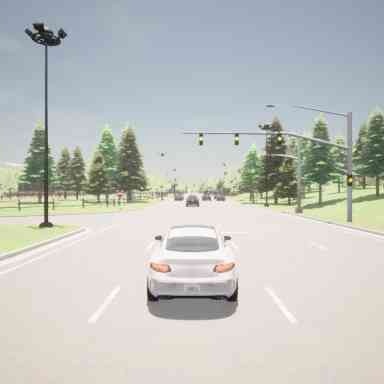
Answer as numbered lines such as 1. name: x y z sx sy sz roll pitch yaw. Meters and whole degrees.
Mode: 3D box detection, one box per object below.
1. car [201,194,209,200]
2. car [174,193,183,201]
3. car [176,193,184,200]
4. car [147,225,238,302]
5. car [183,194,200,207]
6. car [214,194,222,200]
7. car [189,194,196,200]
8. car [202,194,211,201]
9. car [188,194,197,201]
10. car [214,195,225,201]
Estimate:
1. car: 3.673 1.372 93.094 2.033 1.411 5.357 0 0 0
2. car: -3.346 1.544 83.071 1.994 1.385 4.181 0 0 0
3. car: -3.327 1.187 93.077 2.097 1.767 4.553 0 0 0
4. car: 0.022 1.526 8.165 1.812 1.442 4.674 0 0 0
5. car: 0.097 1.352 52.038 2.097 1.767 4.553 0 0 0
6. car: 7.173 1.385 93.088 1.994 1.385 4.181 0 0 0
7. car: 0.173 1.332 93.101 1.837 1.490 4.892 0 0 0
8. car: 3.654 1.348 83.061 2.097 1.767 4.553 0 0 0
9. car: 0.154 1.348 83.067 2.097 1.767 4.553 0 0 0
10. car: 7.154 1.517 82.668 2.128 1.511 4.902 0 0 0
